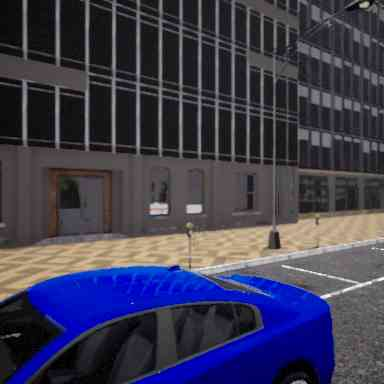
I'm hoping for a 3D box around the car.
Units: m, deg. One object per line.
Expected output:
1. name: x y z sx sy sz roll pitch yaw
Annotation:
1. car: -0.840 1.477 2.780 5.008 1.535 1.882 0 0 -36
